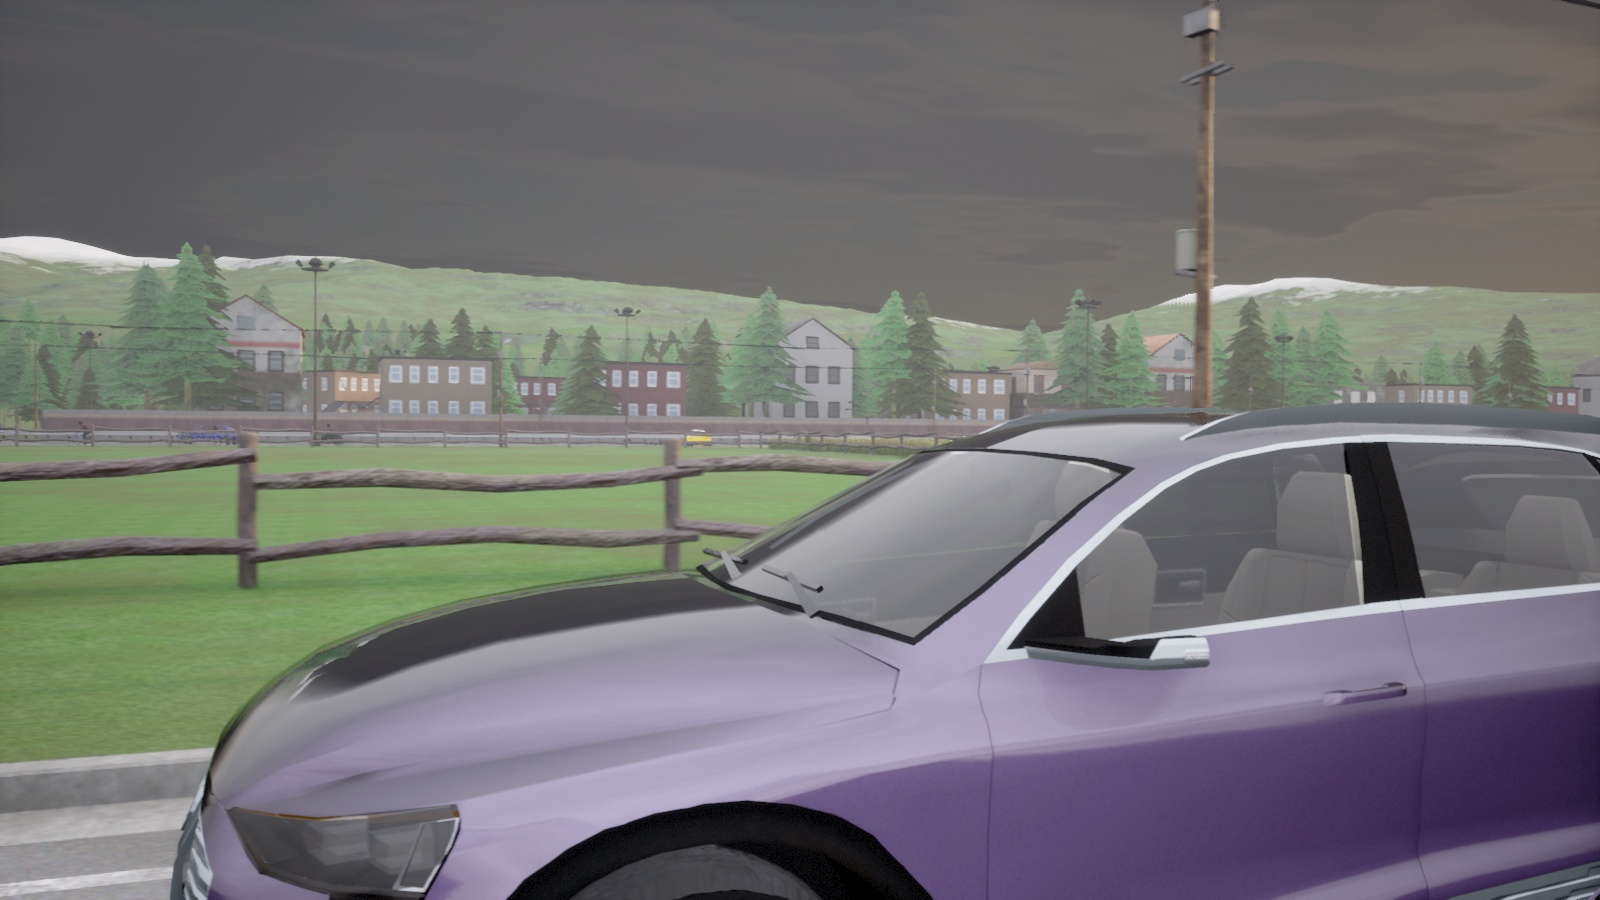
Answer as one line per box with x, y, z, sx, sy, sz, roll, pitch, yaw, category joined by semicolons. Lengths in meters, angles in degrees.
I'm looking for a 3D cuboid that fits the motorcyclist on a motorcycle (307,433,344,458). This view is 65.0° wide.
-32.827;-0.312;86.832;2.350;1.649;0.766;-1;1;-21;motorcyclist on a motorcycle

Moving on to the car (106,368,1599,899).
0.942;0.650;3.596;4.856;1.649;2.033;-1;1;-21;car

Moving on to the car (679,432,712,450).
-7.989;-0.715;96.131;2.207;1.376;1.481;-1;1;-21;car
